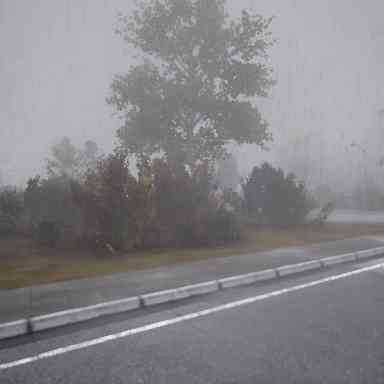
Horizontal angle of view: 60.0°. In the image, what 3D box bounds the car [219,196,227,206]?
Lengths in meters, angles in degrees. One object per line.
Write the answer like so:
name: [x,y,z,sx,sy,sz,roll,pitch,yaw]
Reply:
car: [2.975,1.730,53.569,5.566,2.045,2.150,-2,-1,42]
